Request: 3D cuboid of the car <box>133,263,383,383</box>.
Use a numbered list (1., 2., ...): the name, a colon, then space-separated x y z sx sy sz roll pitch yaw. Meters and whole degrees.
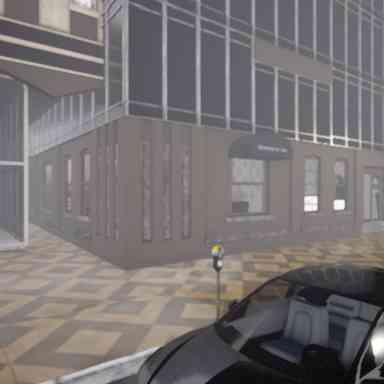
1. car: 1.495 1.562 3.524 4.313 1.339 1.947 0 0 -36
